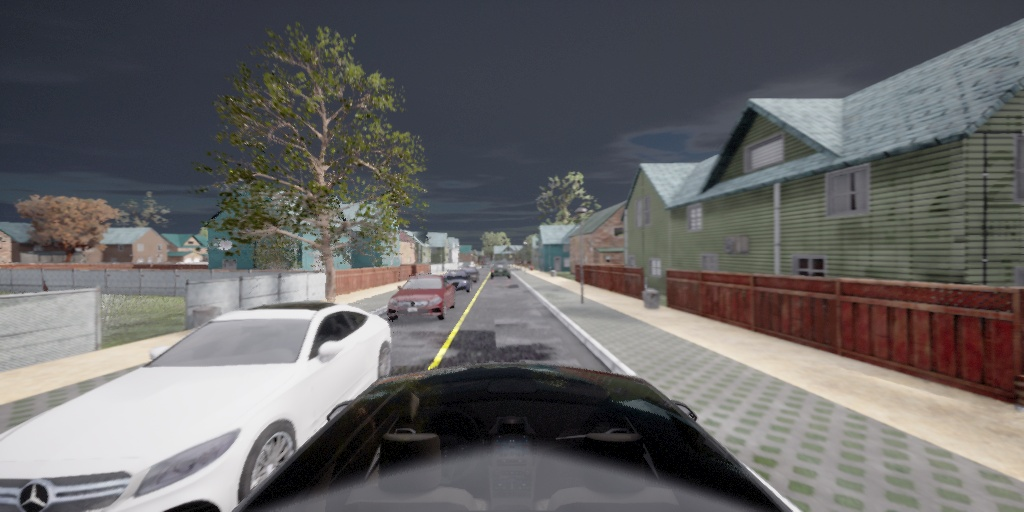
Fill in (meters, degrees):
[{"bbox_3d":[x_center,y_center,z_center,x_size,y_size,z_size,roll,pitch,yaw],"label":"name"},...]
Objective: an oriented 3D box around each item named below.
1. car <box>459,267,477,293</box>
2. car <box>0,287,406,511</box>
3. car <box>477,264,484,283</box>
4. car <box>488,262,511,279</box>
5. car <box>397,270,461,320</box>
[{"bbox_3d":[-3.575,1.588,23.069,1.994,1.385,4.181,-1,-1,-2],"label":"car"},{"bbox_3d":[-2.860,1.346,4.375,1.812,1.442,4.674,-1,-1,-2],"label":"car"},{"bbox_3d":[-3.908,1.675,32.539,2.033,1.411,5.357,-1,-1,-2],"label":"car"},{"bbox_3d":[-1.231,1.501,38.419,2.097,1.767,4.553,-1,-1,-2],"label":"car"},{"bbox_3d":[-3.204,1.446,13.536,1.812,1.442,4.674,-1,-1,-2],"label":"car"}]
